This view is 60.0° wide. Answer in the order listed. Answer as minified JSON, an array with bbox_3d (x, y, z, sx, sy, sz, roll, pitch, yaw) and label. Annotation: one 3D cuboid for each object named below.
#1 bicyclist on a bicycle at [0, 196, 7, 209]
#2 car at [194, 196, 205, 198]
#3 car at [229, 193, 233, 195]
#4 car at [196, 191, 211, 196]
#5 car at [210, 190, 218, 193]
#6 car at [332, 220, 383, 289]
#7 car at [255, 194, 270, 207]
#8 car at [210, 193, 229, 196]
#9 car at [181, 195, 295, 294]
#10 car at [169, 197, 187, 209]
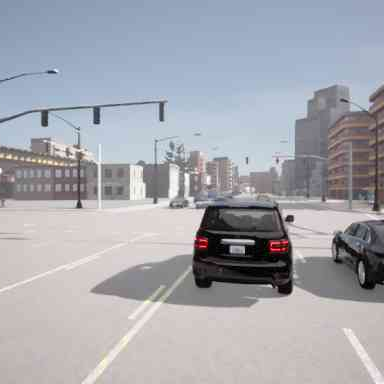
[{"bbox_3d":[-23.709,1.299,41.577,0.582,1.620,1.656,0,0,10],"label":"bicyclist on a bicycle"},{"bbox_3d":[1.649,1.521,42.069,1.895,1.301,4.718,0,1,12],"label":"car"},{"bbox_3d":[7.926,0.933,72.330,1.837,1.490,4.892,0,1,12],"label":"car"},{"bbox_3d":[1.528,1.041,58.860,2.097,1.767,4.553,0,1,12],"label":"car"},{"bbox_3d":[4.707,0.637,74.062,2.150,2.045,5.566,0,1,12],"label":"car"},{"bbox_3d":[5.127,1.504,8.962,1.837,1.490,4.892,0,0,11],"label":"car"},{"bbox_3d":[10.516,1.153,49.534,2.097,1.767,4.553,0,1,12],"label":"car"},{"bbox_3d":[4.703,1.312,56.974,1.895,1.301,4.718,0,1,12],"label":"car"},{"bbox_3d":[1.566,1.220,9.093,2.150,2.045,5.566,0,0,15],"label":"car"},{"bbox_3d":[-1.638,1.405,43.470,2.128,1.511,4.902,0,1,12],"label":"car"}]
